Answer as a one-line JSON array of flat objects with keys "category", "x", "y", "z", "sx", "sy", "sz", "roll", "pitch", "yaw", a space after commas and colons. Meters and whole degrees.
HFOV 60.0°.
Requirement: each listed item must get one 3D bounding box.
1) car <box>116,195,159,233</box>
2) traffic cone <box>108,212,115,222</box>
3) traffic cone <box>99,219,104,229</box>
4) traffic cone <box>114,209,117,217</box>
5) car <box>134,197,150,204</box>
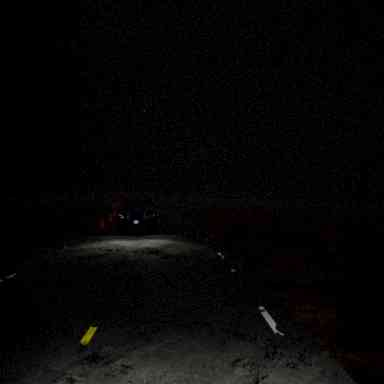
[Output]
[{"category": "car", "x": -3.260, "y": 1.236, "z": 20.138, "sx": 2.150, "sy": 2.045, "sz": 5.566, "roll": 0, "pitch": 0, "yaw": -7}, {"category": "traffic cone", "x": -6.294, "y": 1.978, "z": 25.607, "sx": 0.340, "sy": 0.580, "sz": 0.340, "roll": 0, "pitch": 0, "yaw": -9}, {"category": "traffic cone", "x": -5.607, "y": 1.971, "z": 20.729, "sx": 0.340, "sy": 0.580, "sz": 0.340, "roll": 0, "pitch": 0, "yaw": -7}, {"category": "traffic cone", "x": -7.114, "y": 1.985, "z": 30.465, "sx": 0.340, "sy": 0.580, "sz": 0.340, "roll": 0, "pitch": 0, "yaw": -10}, {"category": "car", "x": -10.961, "y": 1.780, "z": 73.183, "sx": 1.837, "sy": 1.490, "sz": 4.892, "roll": 0, "pitch": -1, "yaw": 10}]
